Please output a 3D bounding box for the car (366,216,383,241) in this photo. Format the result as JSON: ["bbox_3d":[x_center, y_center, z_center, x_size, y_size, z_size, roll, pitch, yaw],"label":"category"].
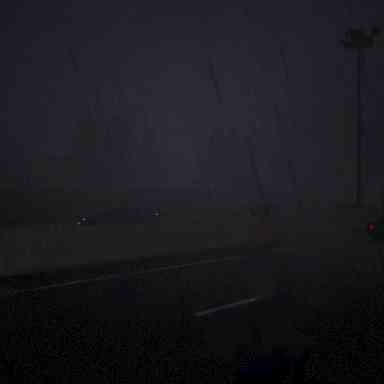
[{"bbox_3d":[10.000,1.575,15.255,4.718,1.301,1.895,0,0,-37],"label":"car"}]

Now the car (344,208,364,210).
[{"bbox_3d":[12.266,1.509,26.279,5.357,1.411,2.033,0,0,-41],"label":"car"}]

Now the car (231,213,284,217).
[{"bbox_3d":[4.979,1.498,24.893,4.674,1.442,1.812,0,0,-37],"label":"car"}]

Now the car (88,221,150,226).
[{"bbox_3d":[-4.802,1.534,22.028,5.357,1.411,2.033,0,0,-35],"label":"car"}]
